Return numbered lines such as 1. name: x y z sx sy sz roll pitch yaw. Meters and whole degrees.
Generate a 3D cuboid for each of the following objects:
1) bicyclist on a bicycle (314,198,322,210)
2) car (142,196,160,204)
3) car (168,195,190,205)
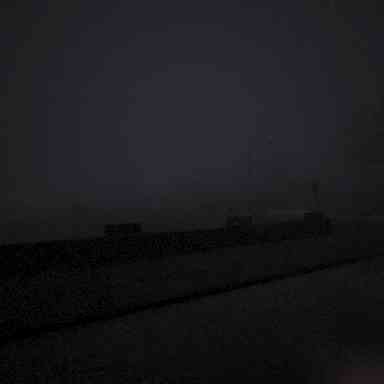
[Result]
1. bicyclist on a bicycle: 15.231 1.349 40.125 1.656 1.620 0.582 0 0 -35
2. car: -8.129 1.478 65.481 1.882 1.535 5.008 0 0 -35
3. car: -2.258 1.352 57.328 2.097 1.767 4.553 0 0 -35
